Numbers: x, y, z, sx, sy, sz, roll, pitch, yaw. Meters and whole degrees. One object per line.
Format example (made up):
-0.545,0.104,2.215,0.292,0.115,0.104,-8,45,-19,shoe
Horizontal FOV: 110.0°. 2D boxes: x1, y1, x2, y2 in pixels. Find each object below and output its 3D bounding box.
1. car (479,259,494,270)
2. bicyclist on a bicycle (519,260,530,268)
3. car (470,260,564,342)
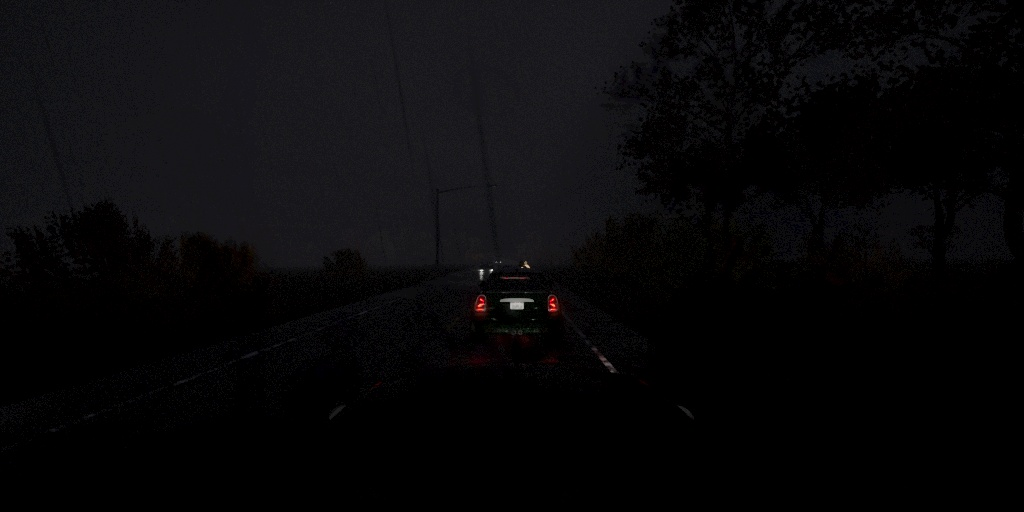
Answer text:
-3.710,1.253,52.806,1.812,1.442,4.674,0,0,-1,car
0.971,1.174,25.710,0.866,1.612,1.509,0,0,1,bicyclist on a bicycle
0.112,1.098,9.887,2.097,1.767,4.553,0,0,0,car
